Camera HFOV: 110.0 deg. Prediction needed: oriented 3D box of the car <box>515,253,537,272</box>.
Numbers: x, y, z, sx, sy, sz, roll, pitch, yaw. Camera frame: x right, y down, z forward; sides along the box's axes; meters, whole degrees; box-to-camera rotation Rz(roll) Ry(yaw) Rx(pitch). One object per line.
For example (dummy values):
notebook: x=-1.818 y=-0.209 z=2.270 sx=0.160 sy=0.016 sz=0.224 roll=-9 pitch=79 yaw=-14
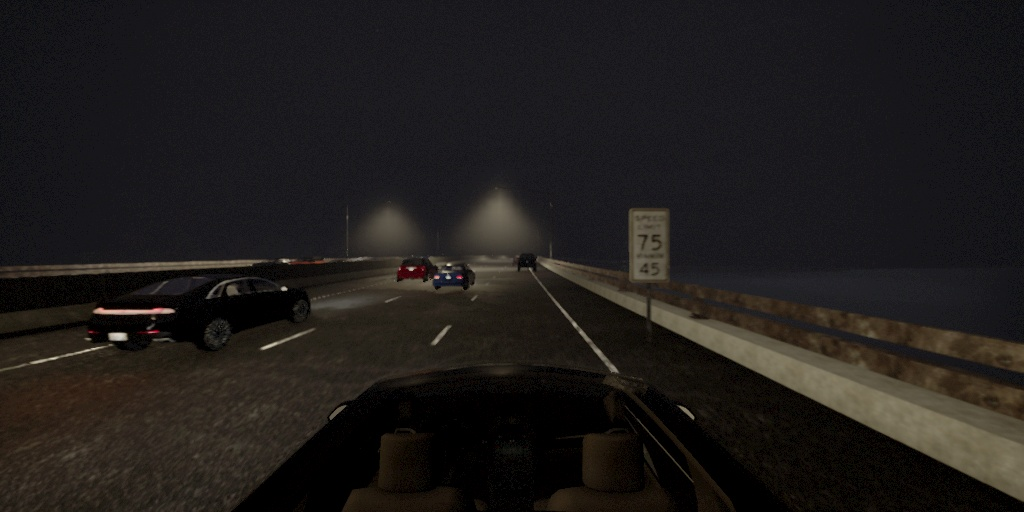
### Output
car: x=1.680 y=0.687 z=40.878 sx=2.150 sy=2.045 sz=5.566 roll=0 pitch=0 yaw=1

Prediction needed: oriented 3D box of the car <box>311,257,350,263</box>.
car: x=-17.246 y=1.041 z=35.793 sx=2.033 sy=1.411 sz=5.357 roll=0 pitch=0 yaw=1

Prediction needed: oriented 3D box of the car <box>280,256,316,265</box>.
car: x=-20.722 y=0.842 z=36.357 sx=2.097 sy=1.767 sz=4.553 roll=0 pitch=0 yaw=1

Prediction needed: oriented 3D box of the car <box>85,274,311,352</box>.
car: x=-6.878 y=1.184 z=8.694 sx=2.128 sy=1.511 sz=4.902 roll=0 pitch=0 yaw=0

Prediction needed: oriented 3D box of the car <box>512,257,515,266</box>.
car: x=0.986 y=0.892 z=59.667 sx=2.033 sy=1.411 sz=5.357 roll=0 pitch=0 yaw=2

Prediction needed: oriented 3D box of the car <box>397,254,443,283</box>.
car: x=-6.713 y=0.916 z=26.116 sx=2.097 sy=1.767 sz=4.553 roll=0 pitch=0 yaw=1

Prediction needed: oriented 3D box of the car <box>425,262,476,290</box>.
car: x=-3.283 y=1.148 z=21.103 sx=2.033 sy=1.411 sz=5.357 roll=0 pitch=0 yaw=1

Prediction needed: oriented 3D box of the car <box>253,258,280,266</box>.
car: x=-24.212 y=0.979 z=36.644 sx=2.128 sy=1.511 sz=4.902 roll=0 pitch=0 yaw=1
